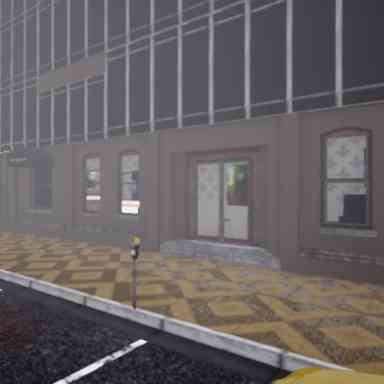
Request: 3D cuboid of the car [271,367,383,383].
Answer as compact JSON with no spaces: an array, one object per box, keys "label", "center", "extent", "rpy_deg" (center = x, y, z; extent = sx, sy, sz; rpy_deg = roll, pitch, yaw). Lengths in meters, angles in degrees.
[{"label":"car","center":[2.348,1.529,1.199],"extent":[4.829,1.417,1.752],"rpy_deg":[0,0,36]}]
